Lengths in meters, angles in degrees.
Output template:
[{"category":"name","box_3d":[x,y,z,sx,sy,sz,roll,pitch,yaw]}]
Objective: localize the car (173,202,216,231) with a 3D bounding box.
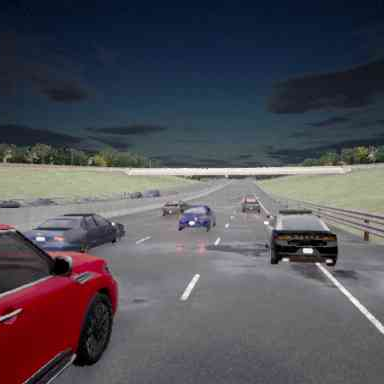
[{"category":"car","box_3d":[0.388,1.539,20.553,1.812,1.442,4.674,0,0,9]}]

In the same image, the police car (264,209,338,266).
[{"category":"police car","box_3d":[3.620,1.427,11.732,1.930,1.638,5.238,0,0,9]}]

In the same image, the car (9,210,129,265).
[{"category":"car","box_3d":[-4.395,1.550,13.056,2.033,1.411,5.357,0,0,9]}]

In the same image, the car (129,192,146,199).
[{"category":"car","box_3d":[-12.288,0.824,73.365,1.837,1.490,4.892,0,1,9]}]

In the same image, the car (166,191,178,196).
[{"category":"car","box_3d":[-4.631,0.544,76.772,2.097,1.767,4.553,0,1,9]}]

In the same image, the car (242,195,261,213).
[{"category":"car","box_3d":[6.458,1.460,36.182,2.128,1.511,4.902,0,0,10]}]

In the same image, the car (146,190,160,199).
[{"category":"car","box_3d":[-8.637,0.513,73.991,2.150,2.045,5.566,0,1,9]}]

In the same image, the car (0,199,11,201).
[{"category":"car","box_3d":[-19.059,1.507,32.920,2.128,1.511,4.902,0,0,9]}]

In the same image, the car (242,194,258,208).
[{"category":"car","box_3d":[8.091,1.197,46.392,2.097,1.767,4.553,0,1,9]}]

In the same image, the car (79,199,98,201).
[{"category":"car","box_3d":[-11.439,1.486,36.103,2.128,1.511,4.902,0,0,9]}]

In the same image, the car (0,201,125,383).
[{"category":"car","box_3d":[-2.539,1.220,2.797,2.150,2.045,5.566,0,0,9]}]

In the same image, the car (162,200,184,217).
[{"category":"car","box_3d":[-1.416,1.500,31.127,2.128,1.511,4.902,0,0,9]}]

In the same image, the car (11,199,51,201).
[{"category":"car","box_3d":[-15.428,1.517,33.423,1.837,1.490,4.892,0,0,9]}]
